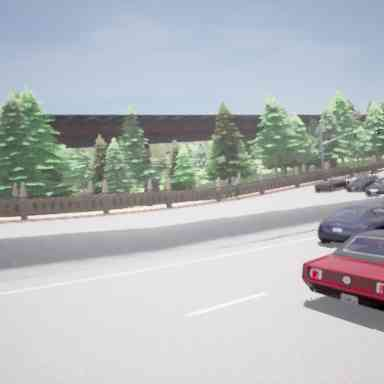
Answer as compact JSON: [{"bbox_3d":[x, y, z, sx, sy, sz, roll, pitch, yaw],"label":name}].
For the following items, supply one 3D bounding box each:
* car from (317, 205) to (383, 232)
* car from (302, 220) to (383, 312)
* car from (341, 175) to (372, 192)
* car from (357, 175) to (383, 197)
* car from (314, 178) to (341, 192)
[{"bbox_3d":[6.733,1.196,12.846,4.181,1.385,1.994,-4,2,-35],"label":"car"},{"bbox_3d":[4.487,1.464,6.946,4.718,1.301,1.895,-2,1,-35],"label":"car"},{"bbox_3d":[17.538,-0.894,33.661,4.892,1.490,1.837,-9,5,-35],"label":"car"},{"bbox_3d":[17.023,-0.527,29.010,4.902,1.511,2.128,-9,5,-35],"label":"car"},{"bbox_3d":[15.474,-0.817,36.487,4.718,1.301,1.895,-9,5,-35],"label":"car"}]
